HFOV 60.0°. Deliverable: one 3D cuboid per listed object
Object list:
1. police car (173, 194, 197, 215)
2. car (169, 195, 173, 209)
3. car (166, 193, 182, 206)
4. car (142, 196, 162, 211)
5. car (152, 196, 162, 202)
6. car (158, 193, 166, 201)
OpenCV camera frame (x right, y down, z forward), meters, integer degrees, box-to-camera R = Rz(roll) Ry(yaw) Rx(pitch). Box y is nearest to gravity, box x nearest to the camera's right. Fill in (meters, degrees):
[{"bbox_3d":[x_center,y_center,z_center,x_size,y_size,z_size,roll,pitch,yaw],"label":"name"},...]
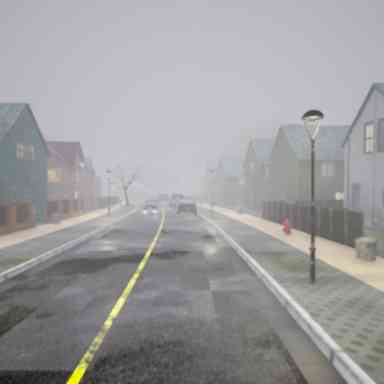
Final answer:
[{"bbox_3d":[-0.605,1.349,33.176,1.930,1.638,5.238,0,0,-5],"label":"police car"},{"bbox_3d":[-1.584,1.471,43.083,1.812,1.442,4.674,0,0,-6],"label":"car"},{"bbox_3d":[-2.308,1.190,49.110,2.150,2.045,5.566,0,0,-7],"label":"car"},{"bbox_3d":[-5.077,1.506,41.081,2.033,1.411,5.357,0,0,-6],"label":"car"},{"bbox_3d":[-8.459,1.629,80.583,1.895,1.301,4.718,-1,0,-12],"label":"car"},{"bbox_3d":[-5.859,1.252,67.099,2.150,2.045,5.566,0,0,-11],"label":"car"}]
